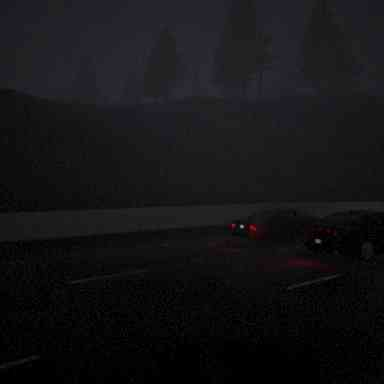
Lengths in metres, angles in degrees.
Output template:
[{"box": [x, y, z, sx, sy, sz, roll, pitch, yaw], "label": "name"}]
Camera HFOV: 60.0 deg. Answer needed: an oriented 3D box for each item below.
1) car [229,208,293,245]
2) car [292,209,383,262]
[{"box": [4.219, 1.441, 14.832, 5.357, 1.411, 2.033, -1, 0, -30], "label": "car"}, {"box": [6.154, 1.374, 11.645, 5.008, 1.535, 1.882, -1, 0, -28], "label": "car"}]
